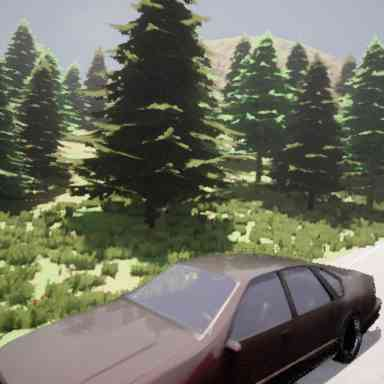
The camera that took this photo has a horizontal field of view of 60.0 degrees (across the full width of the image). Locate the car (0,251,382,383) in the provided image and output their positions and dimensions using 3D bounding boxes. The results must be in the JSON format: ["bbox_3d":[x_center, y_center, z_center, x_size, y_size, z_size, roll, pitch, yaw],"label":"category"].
[{"bbox_3d":[0.531,1.558,4.237,5.357,1.411,2.033,0,0,-40],"label":"car"}]
